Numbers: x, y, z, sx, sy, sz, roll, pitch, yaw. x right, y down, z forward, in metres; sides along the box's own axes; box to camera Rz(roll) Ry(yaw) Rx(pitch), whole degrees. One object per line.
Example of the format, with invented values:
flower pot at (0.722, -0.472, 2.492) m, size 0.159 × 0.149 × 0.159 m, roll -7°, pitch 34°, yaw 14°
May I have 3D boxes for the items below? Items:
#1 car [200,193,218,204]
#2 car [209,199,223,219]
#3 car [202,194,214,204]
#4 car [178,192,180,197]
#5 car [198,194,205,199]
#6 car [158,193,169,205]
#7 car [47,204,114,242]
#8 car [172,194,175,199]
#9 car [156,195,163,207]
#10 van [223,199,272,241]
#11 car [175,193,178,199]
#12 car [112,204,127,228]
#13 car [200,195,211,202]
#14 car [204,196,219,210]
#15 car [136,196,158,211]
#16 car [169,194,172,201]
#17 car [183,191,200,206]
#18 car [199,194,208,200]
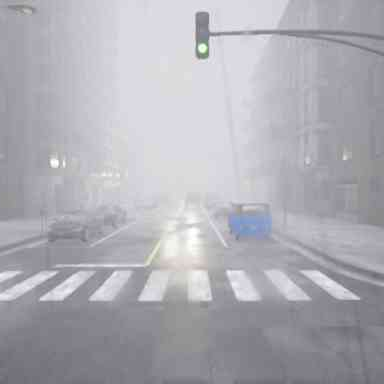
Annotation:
car at (2.637, 1.131, 44.337) m, size 2.192 × 1.841 × 5.009 m, roll 0°, pitch 0°, yaw 0°
car at (2.636, 1.467, 27.294) m, size 1.802 × 1.307 × 4.206 m, roll 0°, pitch 0°, yaw 0°
car at (2.638, 1.207, 55.700) m, size 1.967 × 1.590 × 4.097 m, roll 0°, pitch 0°, yaw 0°
car at (-5.384, 1.176, 95.468) m, size 2.008 × 1.369 × 4.403 m, roll 0°, pitch 0°, yaw 0°
car at (2.640, 1.144, 89.957) m, size 1.752 × 1.417 × 4.829 m, roll 0°, pitch 0°, yaw 0°
car at (-5.387, 1.365, 55.696) m, size 1.947 × 1.339 × 4.313 m, roll 0°, pitch 0°, yaw 0°
car at (-5.390, 1.508, 15.924) m, size 2.008 × 1.369 × 4.403 m, roll 0°, pitch 0°, yaw 0°
car at (-5.386, 1.166, 72.741) m, size 1.967 × 1.590 × 4.097 m, roll 0°, pitch 0°, yaw 0°
car at (-5.387, 1.414, 44.333) m, size 1.947 × 1.339 × 4.313 m, roll 0°, pitch 0°, yaw 0°
van at (2.634, 1.267, 15.931) m, size 1.690 × 1.788 × 3.998 m, roll 0°, pitch 0°, yaw 0°
car at (-5.385, 1.233, 89.787) m, size 1.802 × 1.307 × 4.206 m, roll 0°, pitch 0°, yaw 0°
car at (-5.389, 1.482, 21.605) m, size 1.887 × 1.381 × 4.507 m, roll 0°, pitch 0°, yaw 0°
car at (2.639, 1.269, 67.063) m, size 2.008 × 1.369 × 4.403 m, roll 0°, pitch 0°, yaw 0°
car at (2.637, 1.422, 38.657) m, size 1.802 × 1.307 × 4.206 m, roll 0°, pitch 0°, yaw 0°
car at (-5.388, 1.398, 38.481) m, size 1.752 × 1.417 × 4.829 m, roll 0°, pitch 0°, yaw 0°
car at (-5.387, 1.090, 61.377) m, size 2.192 × 1.841 × 5.009 m, roll 0°, pitch 0°, yaw 0°
car at (0.103, 1.027, 49.246) m, size 2.150 × 2.045 × 5.566 m, roll 0°, pitch 0°, yaw 0°
car at (2.640, 1.235, 78.425) m, size 1.947 × 1.339 × 4.313 m, roll 0°, pitch 0°, yaw 0°
